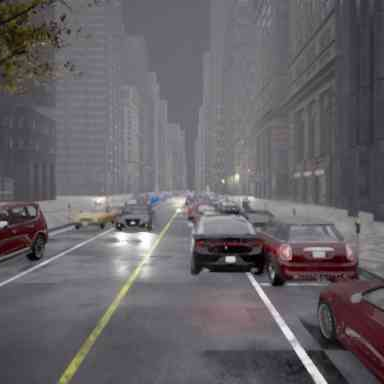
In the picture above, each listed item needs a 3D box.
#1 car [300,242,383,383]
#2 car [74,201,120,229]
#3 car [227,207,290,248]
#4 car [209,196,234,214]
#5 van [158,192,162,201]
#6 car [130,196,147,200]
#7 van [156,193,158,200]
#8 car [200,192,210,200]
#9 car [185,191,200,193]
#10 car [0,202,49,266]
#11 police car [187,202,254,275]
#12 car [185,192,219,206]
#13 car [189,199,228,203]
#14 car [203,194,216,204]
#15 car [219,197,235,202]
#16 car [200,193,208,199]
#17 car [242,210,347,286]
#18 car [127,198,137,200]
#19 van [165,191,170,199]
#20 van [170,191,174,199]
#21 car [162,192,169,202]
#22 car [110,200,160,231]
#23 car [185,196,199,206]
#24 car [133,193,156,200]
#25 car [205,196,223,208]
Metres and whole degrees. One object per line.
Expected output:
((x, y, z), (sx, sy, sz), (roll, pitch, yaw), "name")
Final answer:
((2.762, 1.553, 3.496), (1.802, 1.307, 4.206), (0, 0, 0), "car")
((-5.764, 1.363, 20.349), (1.752, 1.417, 4.829), (0, 0, 0), "car")
((2.761, 1.447, 14.851), (1.947, 1.339, 4.313), (0, 0, 0), "car")
((2.760, 1.189, 31.881), (1.967, 1.590, 4.097), (0, 0, 0), "car")
((-5.766, 0.960, 48.904), (1.690, 1.788, 3.998), (0, 0, 0), "van")
((-5.765, 1.331, 31.874), (1.802, 1.307, 4.206), (0, 0, 0), "car")
((-5.765, 1.003, 43.227), (1.690, 1.788, 3.998), (0, 0, 0), "van")
((2.759, 0.891, 71.624), (1.967, 1.590, 4.097), (0, 0, 0), "car")
((-0.002, 0.994, 62.682), (1.882, 1.535, 5.008), (0, 0, 0), "car")
((-5.764, 1.240, 9.162), (2.192, 1.841, 5.009), (0, 0, 0), "car")
((0.900, 1.342, 10.337), (1.930, 1.638, 5.238), (0, 0, 0), "police car")
((0.729, 1.141, 26.188), (2.097, 1.767, 4.553), (0, 0, 0), "car")
((0.900, 1.365, 20.228), (1.812, 1.442, 4.674), (0, 0, 0), "car")
((2.760, 1.121, 54.593), (1.887, 1.381, 4.507), (0, 0, 0), "car")
((2.761, 1.344, 26.205), (2.008, 1.369, 4.403), (0, 0, 0), "car")
((2.759, 0.992, 77.303), (1.802, 1.307, 4.206), (0, 0, 0), "car")
((2.761, 1.366, 9.172), (1.967, 1.590, 4.097), (0, 0, 0), "car")
((-5.764, 1.375, 26.197), (1.802, 1.307, 4.206), (0, 0, 0), "car")
((-5.766, 0.833, 65.936), (1.690, 1.788, 3.998), (0, 0, 0), "van")
((-5.767, 0.751, 77.290), (1.690, 1.788, 3.998), (0, 0, 0), "van")
((-5.766, 1.116, 60.260), (1.802, 1.307, 4.206), (0, 0, 0), "car")
((-3.100, 1.410, 19.344), (1.994, 1.385, 4.181), (0, 0, 0), "car")
((0.023, 1.236, 46.779), (1.895, 1.301, 4.718), (0, 0, 0), "car")
((-5.765, 1.020, 37.549), (2.192, 1.841, 5.009), (0, 0, 0), "car")
((2.760, 1.213, 43.238), (2.008, 1.369, 4.403), (0, 0, 0), "car")
